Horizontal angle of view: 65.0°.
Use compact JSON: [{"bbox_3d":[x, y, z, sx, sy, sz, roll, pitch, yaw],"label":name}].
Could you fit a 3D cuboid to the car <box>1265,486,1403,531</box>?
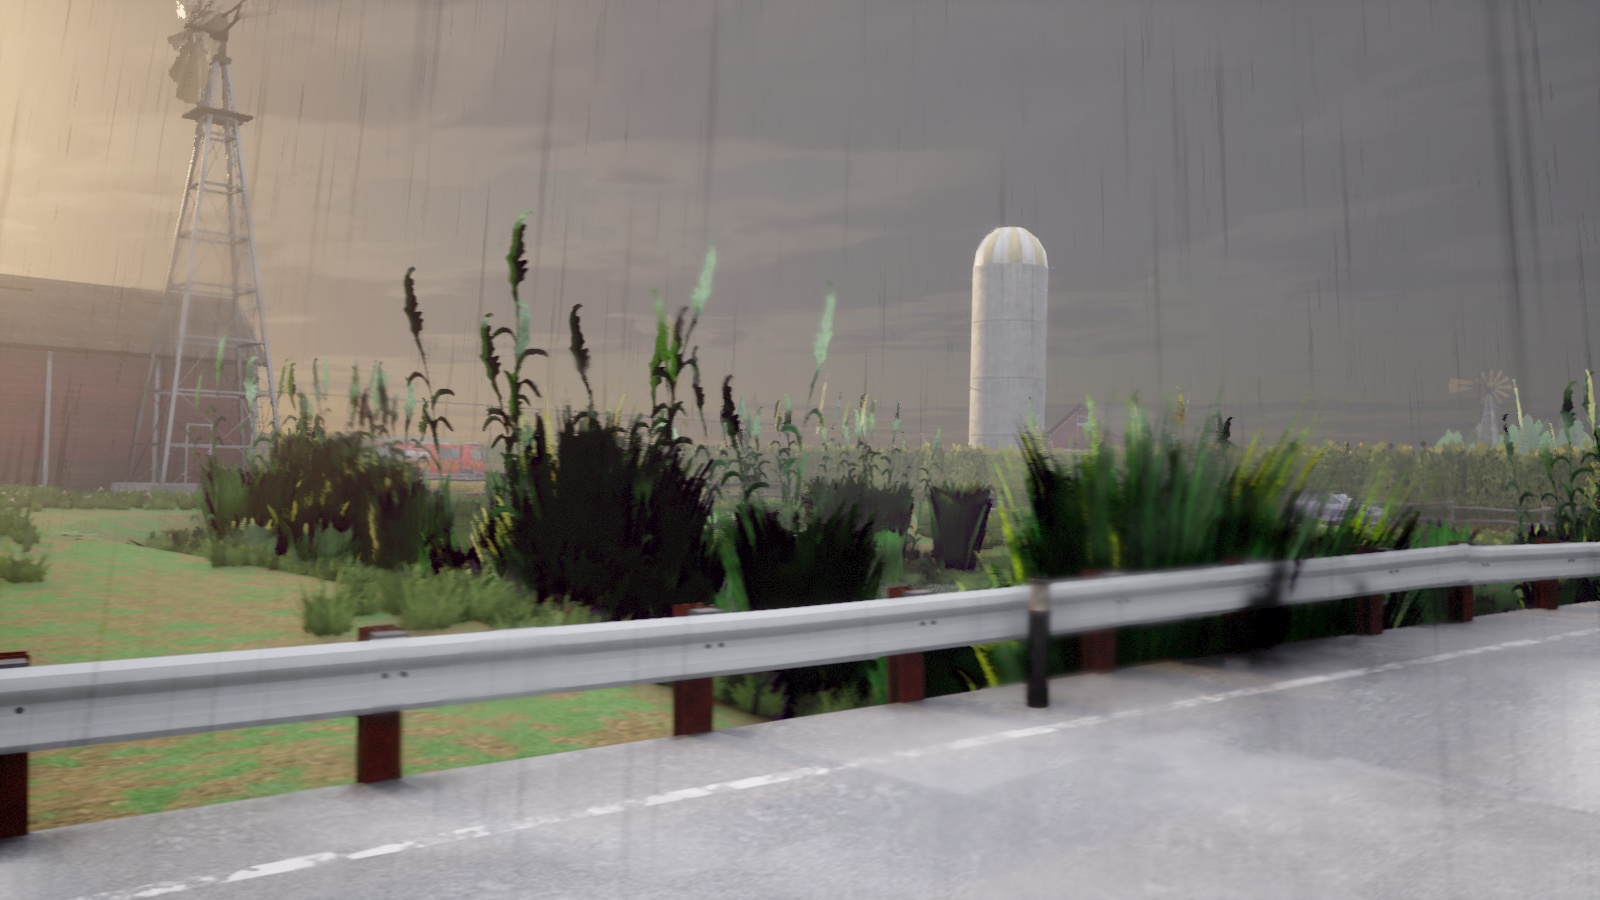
[{"bbox_3d":[22.254,2.411,52.452,2.033,1.649,4.856,2,-1,-42],"label":"car"}]
